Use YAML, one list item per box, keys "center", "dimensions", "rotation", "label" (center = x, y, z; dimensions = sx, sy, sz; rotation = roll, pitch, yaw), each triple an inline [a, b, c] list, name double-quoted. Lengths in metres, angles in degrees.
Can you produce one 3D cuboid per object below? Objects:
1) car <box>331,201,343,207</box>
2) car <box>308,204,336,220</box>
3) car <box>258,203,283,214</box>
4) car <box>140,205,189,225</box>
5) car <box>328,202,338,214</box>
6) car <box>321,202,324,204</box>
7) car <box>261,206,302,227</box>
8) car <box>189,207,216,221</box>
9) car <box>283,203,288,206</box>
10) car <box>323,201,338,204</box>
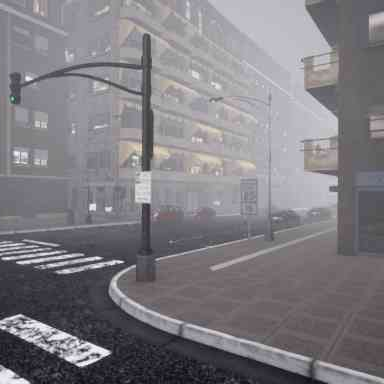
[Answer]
- center: [36.416, 3.022, 83.502]
  dimensions: [1.967, 1.590, 4.097]
  rotation: [-1, -1, 35]
  label: "car"
- center: [14.131, 2.295, 36.796]
  dimensions: [1.947, 1.339, 4.313]
  rotation: [-1, -2, 35]
  label: "car"
- center: [10.541, 2.327, 46.201]
  dimensions: [1.887, 1.381, 4.507]
  rotation: [-1, -1, 35]
  label: "car"
- center: [-2.409, 1.821, 27.563]
  dimensions: [1.967, 1.590, 4.097]
  rotation: [-1, -1, 35]
  label: "car"
- center: [20.704, 2.458, 46.257]
  dimensions: [1.752, 1.417, 4.829]
  rotation: [-1, -2, 35]
  label: "car"
- center: [29.934, 2.822, 74.187]
  dimensions: [1.967, 1.590, 4.097]
  rotation: [-1, -1, 35]
  label: "car"
- center: [7.655, 2.095, 27.476]
  dimensions: [1.947, 1.339, 4.313]
  rotation: [-1, -2, 35]
  label: "car"
- center: [0.829, 2.063, 32.220]
  dimensions: [1.802, 1.307, 4.206]
  rotation: [-1, -1, 35]
  label: "car"
- center: [13.682, 2.404, 50.722]
  dimensions: [1.752, 1.417, 4.829]
  rotation: [-1, -1, 35]
  label: "car"
- center: [23.570, 2.597, 54.841]
  dimensions: [1.812, 1.442, 4.674]
  rotation: [0, -1, 35]
  label: "car"
